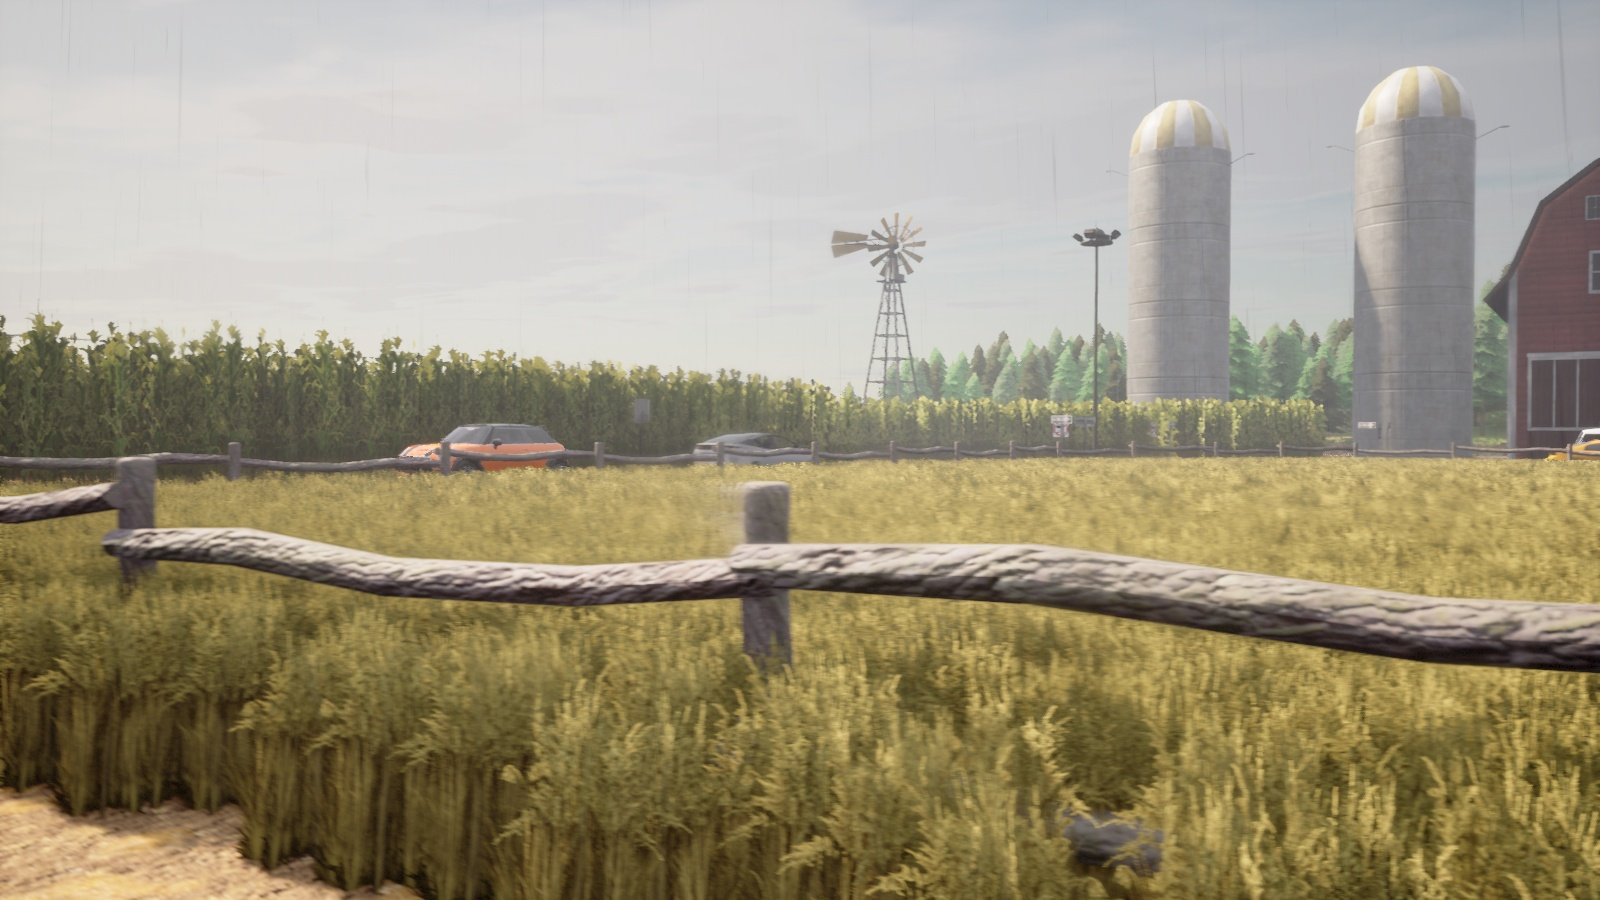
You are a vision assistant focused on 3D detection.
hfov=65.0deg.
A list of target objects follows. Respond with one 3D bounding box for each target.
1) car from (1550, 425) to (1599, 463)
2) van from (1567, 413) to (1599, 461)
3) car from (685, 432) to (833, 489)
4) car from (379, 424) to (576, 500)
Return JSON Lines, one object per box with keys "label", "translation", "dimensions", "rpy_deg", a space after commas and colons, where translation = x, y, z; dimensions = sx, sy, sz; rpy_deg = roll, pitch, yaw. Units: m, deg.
{"label": "car", "translation": [33.183, -0.263, 50.664], "dimensions": [5.008, 1.535, 1.882], "rpy_deg": [0, 1, 30]}
{"label": "van", "translation": [35.284, -0.575, 53.455], "dimensions": [4.480, 2.038, 2.069], "rpy_deg": [0, 1, 30]}
{"label": "car", "translation": [-1.104, 0.256, 36.277], "dimensions": [2.007, 1.525, 4.514], "rpy_deg": [0, 0, 34]}
{"label": "car", "translation": [-7.998, 0.259, 31.564], "dimensions": [2.097, 1.767, 4.553], "rpy_deg": [0, 0, 34]}
